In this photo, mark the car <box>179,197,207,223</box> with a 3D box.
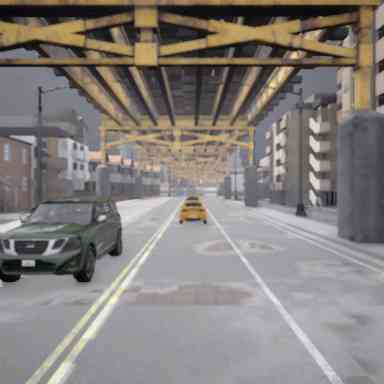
[{"bbox_3d":[0.081,1.368,24.188,1.882,1.535,5.008,0,1,0],"label":"car"}]

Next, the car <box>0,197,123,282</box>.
[{"bbox_3d":[-3.588,1.201,10.087,2.150,2.045,5.566,0,0,0],"label":"car"}]
